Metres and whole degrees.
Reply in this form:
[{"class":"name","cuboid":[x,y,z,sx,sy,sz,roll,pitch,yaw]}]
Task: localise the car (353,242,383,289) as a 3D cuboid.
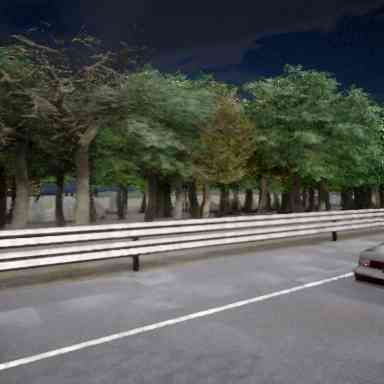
[{"class":"car","cuboid":[6.064,1.558,8.071,5.357,1.411,2.033,0,0,-35]}]
